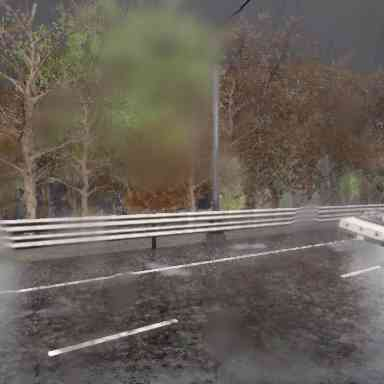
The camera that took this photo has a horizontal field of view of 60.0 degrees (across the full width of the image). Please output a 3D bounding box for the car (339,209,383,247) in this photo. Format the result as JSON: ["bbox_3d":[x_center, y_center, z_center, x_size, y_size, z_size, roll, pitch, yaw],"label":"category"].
[{"bbox_3d":[8.259,1.448,13.862,4.718,1.301,1.895,0,12,-35],"label":"car"}]
